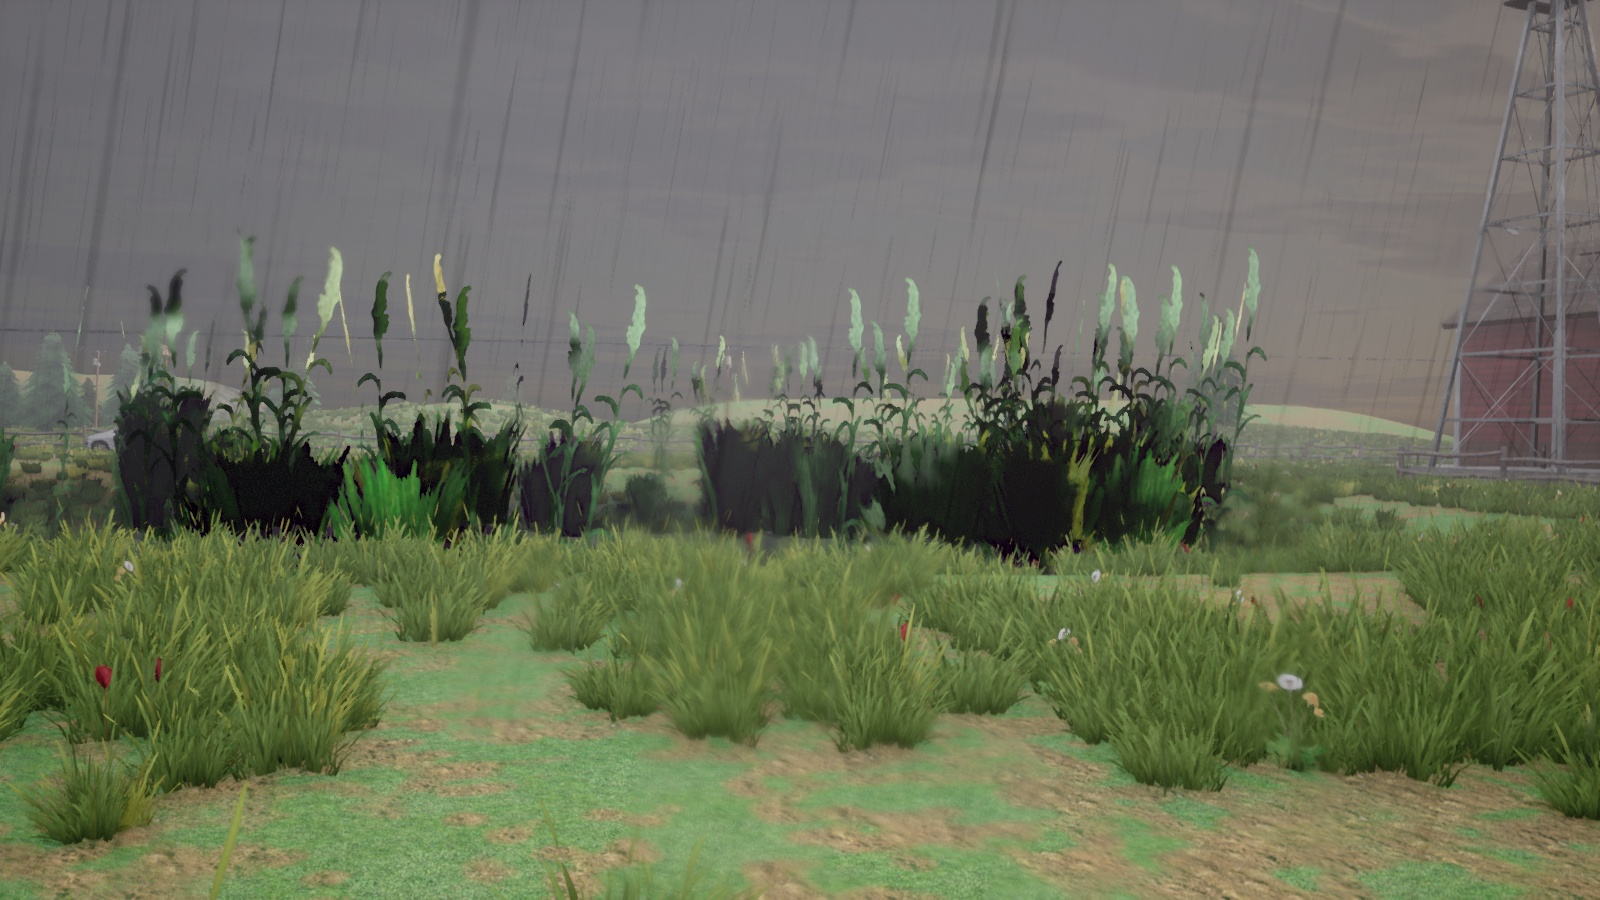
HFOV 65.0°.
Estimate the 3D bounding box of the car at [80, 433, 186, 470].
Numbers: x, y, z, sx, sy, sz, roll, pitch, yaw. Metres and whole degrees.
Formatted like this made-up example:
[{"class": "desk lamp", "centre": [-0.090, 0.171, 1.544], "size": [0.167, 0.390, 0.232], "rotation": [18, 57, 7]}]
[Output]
[{"class": "car", "centre": [-30.688, 0.062, 57.879], "size": [3.988, 1.617, 1.851], "rotation": [-1, 1, -15]}]
